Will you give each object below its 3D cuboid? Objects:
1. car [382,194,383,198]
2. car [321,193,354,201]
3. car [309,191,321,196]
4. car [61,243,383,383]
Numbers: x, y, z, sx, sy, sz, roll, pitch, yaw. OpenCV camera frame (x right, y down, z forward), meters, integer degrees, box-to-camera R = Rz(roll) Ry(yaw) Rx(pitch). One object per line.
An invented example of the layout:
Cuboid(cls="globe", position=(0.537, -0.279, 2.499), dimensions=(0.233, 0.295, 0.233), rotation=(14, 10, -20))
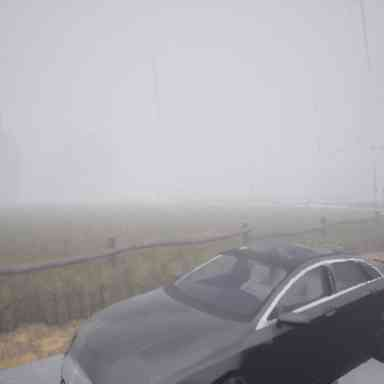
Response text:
Cuboid(cls="car", position=(48.413, 0.620, 80.799), dimensions=(1.905, 1.878, 3.866), rotation=(-1, 0, -36))
Cuboid(cls="car", position=(28.998, 0.997, 66.345), dimensions=(2.242, 1.667, 4.611), rotation=(-1, 0, -36))
Cuboid(cls="car", position=(32.324, 0.713, 85.345), dimensions=(1.932, 1.855, 4.605), rotation=(-1, 0, -36))
Cuboid(cls="car", position=(0.960, 1.481, 4.203), dimensions=(4.902, 1.511, 2.128), rotation=(0, 0, -36))
